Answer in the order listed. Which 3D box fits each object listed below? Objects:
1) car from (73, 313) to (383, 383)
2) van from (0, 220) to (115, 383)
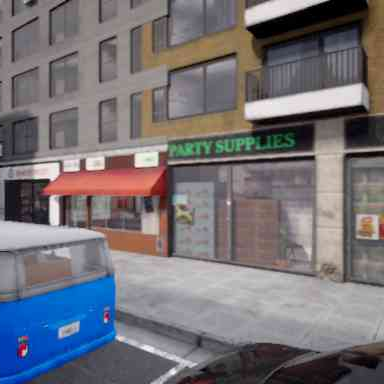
[{"bbox_3d":[1.571,1.566,1.688,4.313,1.339,1.947,0,0,36],"label":"car"},{"bbox_3d":[-2.914,1.344,4.890,3.998,1.788,1.690,0,0,36],"label":"van"}]
